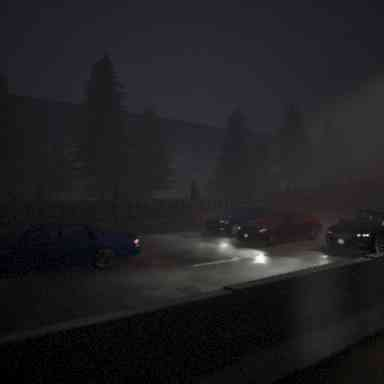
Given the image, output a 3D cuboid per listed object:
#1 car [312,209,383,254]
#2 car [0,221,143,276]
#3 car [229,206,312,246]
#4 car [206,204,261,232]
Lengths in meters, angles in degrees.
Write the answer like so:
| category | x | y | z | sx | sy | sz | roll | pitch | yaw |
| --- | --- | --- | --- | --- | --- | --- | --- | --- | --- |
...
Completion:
| category | x | y | z | sx | sy | sz | roll | pitch | yaw |
| --- | --- | --- | --- | --- | --- | --- | --- | --- | --- |
| car | 7.401 | 1.479 | 13.508 | 4.902 | 1.511 | 2.128 | -1 | 1 | -35 |
| car | -4.139 | 1.571 | 9.646 | 5.357 | 1.411 | 2.033 | 1 | 0 | -36 |
| car | 4.214 | 1.542 | 15.606 | 4.674 | 1.442 | 1.812 | -1 | 1 | -35 |
| car | 3.049 | 1.474 | 19.004 | 5.008 | 1.535 | 1.882 | -1 | 1 | -35 |
